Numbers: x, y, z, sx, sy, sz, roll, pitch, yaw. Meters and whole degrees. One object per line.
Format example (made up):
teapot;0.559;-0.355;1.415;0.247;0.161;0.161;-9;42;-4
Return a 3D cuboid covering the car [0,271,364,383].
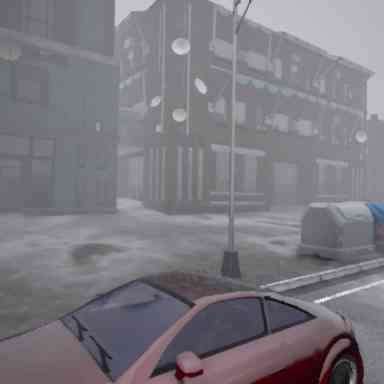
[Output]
car;-0.199;1.577;3.231;4.181;1.385;1.994;1;0;-35
